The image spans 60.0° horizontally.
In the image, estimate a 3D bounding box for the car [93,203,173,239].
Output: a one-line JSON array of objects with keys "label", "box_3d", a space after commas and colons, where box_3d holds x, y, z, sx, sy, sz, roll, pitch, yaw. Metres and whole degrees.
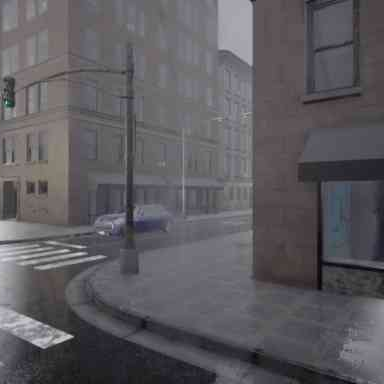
[{"label": "car", "box_3d": [-3.095, 1.430, 18.099, 2.097, 1.767, 4.553, 0, 0, 36]}]
